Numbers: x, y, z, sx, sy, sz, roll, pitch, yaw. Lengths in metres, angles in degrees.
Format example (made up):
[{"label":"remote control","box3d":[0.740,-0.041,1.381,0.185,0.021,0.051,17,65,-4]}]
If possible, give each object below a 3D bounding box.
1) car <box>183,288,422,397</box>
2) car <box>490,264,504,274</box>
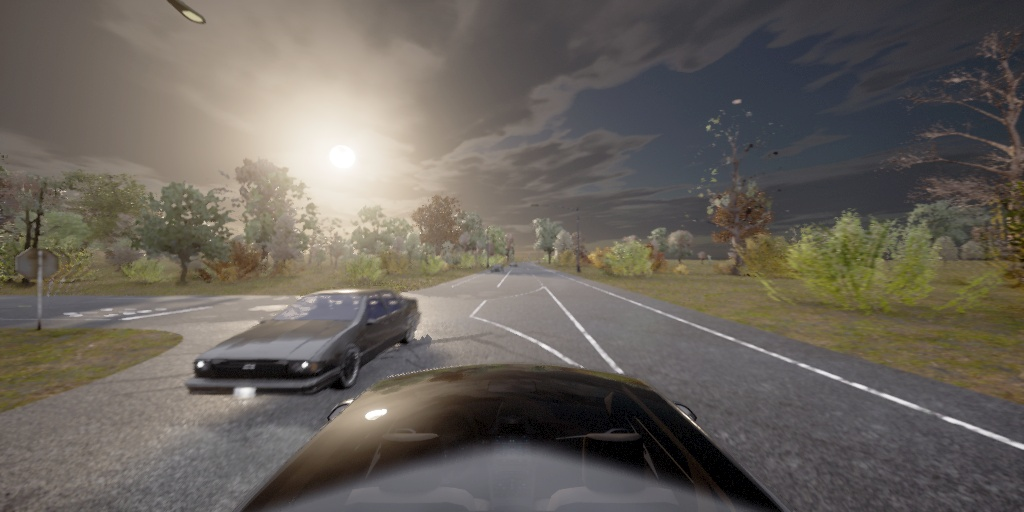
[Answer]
[{"label":"car","box3d":[-3.341,1.375,7.234,2.033,1.411,5.357,0,-1,2]},{"label":"car","box3d":[-2.245,1.963,54.872,1.994,1.385,4.181,0,-1,1]}]
